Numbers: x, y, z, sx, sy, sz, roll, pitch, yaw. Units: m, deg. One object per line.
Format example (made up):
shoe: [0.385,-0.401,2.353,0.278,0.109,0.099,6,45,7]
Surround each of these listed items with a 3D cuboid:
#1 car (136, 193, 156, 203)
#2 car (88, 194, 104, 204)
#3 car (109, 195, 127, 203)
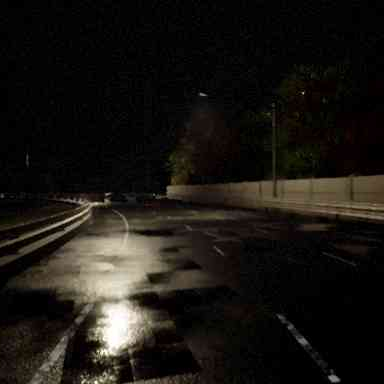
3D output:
car: [-7.631,0.901,54.573,2.097,1.767,4.553,-1,1,-29]
car: [-15.708,1.123,54.513,1.812,1.442,4.674,-1,0,-31]
car: [-12.388,1.128,55.746,1.994,1.385,4.181,-1,0,-31]
